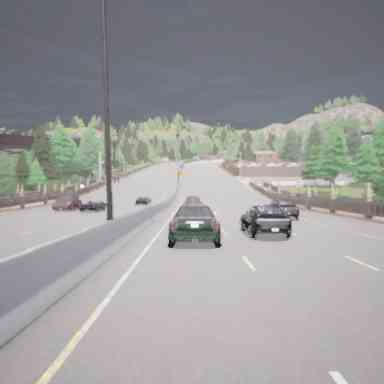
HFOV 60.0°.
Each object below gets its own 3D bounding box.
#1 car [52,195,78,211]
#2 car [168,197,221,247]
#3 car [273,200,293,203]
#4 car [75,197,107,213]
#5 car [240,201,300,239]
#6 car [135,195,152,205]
[{"bbox_3d":[-14.004,1.183,37.581,2.097,1.767,4.553,0,1,0],"label":"car"},{"bbox_3d":[0.105,1.289,14.822,2.097,1.767,4.553,0,0,0],"label":"car"},{"bbox_3d":[7.109,1.373,26.678,2.128,1.511,4.902,0,0,0],"label":"car"},{"bbox_3d":[-10.503,1.446,35.560,1.895,1.301,4.718,0,0,0],"label":"car"},{"bbox_3d":[3.607,1.416,16.824,2.128,1.511,4.902,0,0,0],"label":"car"},{"bbox_3d":[-6.985,1.195,47.934,1.895,1.301,4.718,0,3,0],"label":"car"}]
